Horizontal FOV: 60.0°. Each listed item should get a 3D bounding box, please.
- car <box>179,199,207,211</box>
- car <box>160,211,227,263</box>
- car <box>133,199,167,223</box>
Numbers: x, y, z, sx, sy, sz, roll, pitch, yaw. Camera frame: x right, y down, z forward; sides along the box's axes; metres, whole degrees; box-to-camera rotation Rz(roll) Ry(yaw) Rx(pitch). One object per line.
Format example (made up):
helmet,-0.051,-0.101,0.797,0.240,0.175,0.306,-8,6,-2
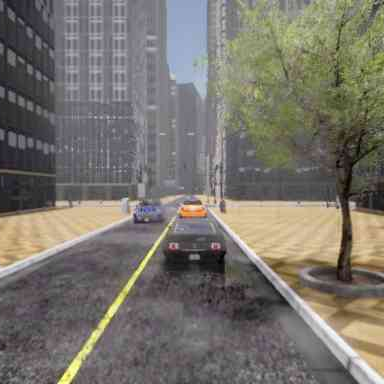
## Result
car,0.080,1.315,27.046,2.097,1.767,4.553,0,0,0
car,0.086,1.582,11.789,1.895,1.301,4.718,0,0,0
car,-3.101,1.317,25.052,2.097,1.767,4.553,0,0,0
